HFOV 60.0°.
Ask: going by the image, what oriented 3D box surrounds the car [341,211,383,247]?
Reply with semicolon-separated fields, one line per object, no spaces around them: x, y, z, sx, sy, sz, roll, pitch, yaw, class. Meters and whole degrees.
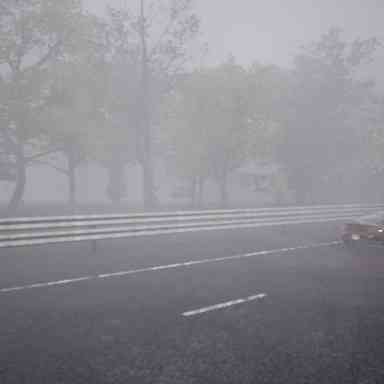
7.966;1.498;13.564;4.674;1.442;1.812;0;0;-34;car
